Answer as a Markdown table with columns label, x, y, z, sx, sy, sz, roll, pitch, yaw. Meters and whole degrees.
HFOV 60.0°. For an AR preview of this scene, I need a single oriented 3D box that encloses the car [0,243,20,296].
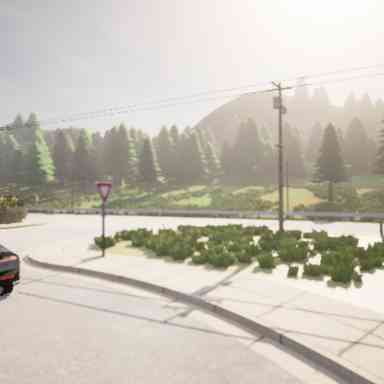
| label | x | y | z | sx | sy | sz | roll | pitch | yaw |
| --- | --- | --- | --- | --- | --- | --- | --- | --- | --- |
| car | -5.856 | 1.603 | 7.770 | 4.902 | 1.511 | 2.128 | -1 | -1 | 38 |
